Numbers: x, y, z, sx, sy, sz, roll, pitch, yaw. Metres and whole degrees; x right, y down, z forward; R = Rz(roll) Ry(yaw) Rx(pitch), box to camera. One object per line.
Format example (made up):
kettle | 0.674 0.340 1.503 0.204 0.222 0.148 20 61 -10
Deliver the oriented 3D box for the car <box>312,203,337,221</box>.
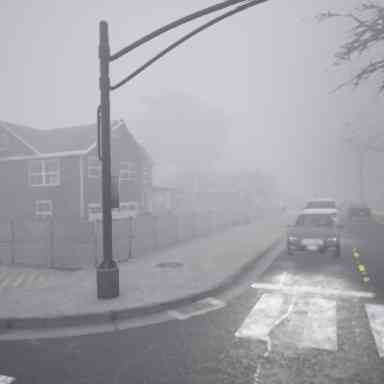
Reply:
car | 13.004 1.886 32.509 2.033 1.411 5.357 -2 -1 23

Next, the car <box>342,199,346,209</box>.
car | 24.967 1.827 53.385 2.097 1.767 4.553 -2 -1 23

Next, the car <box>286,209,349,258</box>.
car | 5.036 1.651 13.607 2.128 1.511 4.902 -2 -1 23

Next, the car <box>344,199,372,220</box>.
car | 15.757 1.741 31.486 1.882 1.535 5.008 -2 -1 23

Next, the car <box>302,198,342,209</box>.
car | 8.876 1.468 22.742 2.150 2.045 5.566 -2 -1 23
